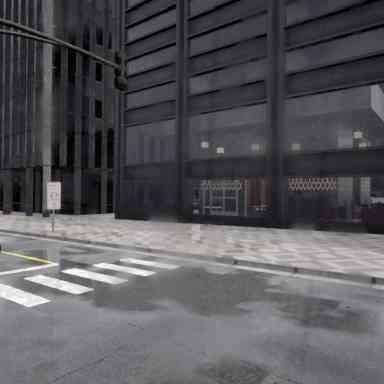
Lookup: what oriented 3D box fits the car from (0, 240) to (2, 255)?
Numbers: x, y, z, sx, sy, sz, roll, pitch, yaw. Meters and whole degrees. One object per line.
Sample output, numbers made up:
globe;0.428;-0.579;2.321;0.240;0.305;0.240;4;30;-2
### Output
car;-8.938;1.708;12.504;4.674;1.442;1.812;-1;-1;38
